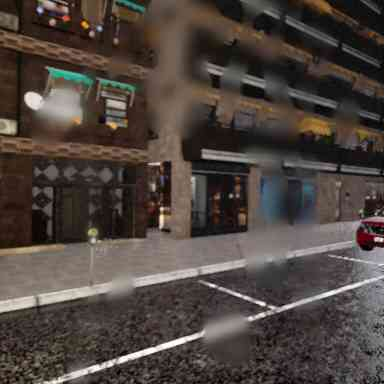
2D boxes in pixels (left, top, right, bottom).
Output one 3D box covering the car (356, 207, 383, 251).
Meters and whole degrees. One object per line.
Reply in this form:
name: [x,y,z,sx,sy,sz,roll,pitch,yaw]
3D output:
car: [8.202,1.237,12.384,5.009,1.841,2.192,0,1,-35]
